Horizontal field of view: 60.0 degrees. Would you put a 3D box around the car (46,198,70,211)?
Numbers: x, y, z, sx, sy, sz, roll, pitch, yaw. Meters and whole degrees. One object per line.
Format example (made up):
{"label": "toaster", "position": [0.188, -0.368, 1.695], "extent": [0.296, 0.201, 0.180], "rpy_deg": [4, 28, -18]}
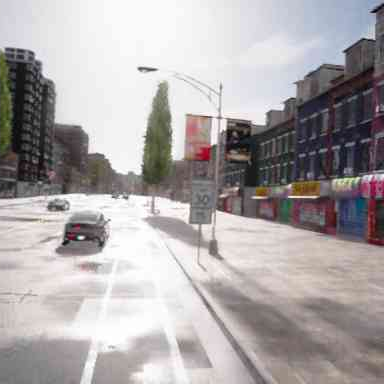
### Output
{"label": "car", "position": [-16.035, 1.498, 40.264], "extent": [2.033, 1.411, 5.357], "rpy_deg": [3, -1, -10]}

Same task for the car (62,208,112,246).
{"label": "car", "position": [-5.222, 1.738, 16.790], "extent": [1.837, 1.490, 4.892], "rpy_deg": [3, -1, -10]}
